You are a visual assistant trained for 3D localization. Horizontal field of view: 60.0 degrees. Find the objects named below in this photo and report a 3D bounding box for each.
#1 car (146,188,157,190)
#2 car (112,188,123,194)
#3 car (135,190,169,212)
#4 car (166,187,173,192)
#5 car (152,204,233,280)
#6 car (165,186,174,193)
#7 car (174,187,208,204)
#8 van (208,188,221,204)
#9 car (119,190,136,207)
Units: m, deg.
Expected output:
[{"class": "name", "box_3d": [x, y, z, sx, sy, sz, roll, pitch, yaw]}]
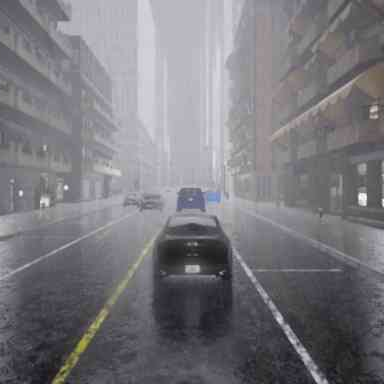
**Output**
[{"class": "car", "box_3d": [-5.915, 0.518, 44.800, 1.947, 1.339, 4.313, 1, 1, 0]}, {"class": "car", "box_3d": [-16.933, -0.204, 72.912, 4.097, 1.590, 1.967, 0, 0, 0]}, {"class": "car", "box_3d": [-3.269, 0.847, 28.056, 1.837, 1.490, 4.892, 0, 1, 0]}, {"class": "car", "box_3d": [-6.246, -0.616, 93.969, 1.802, 1.307, 4.206, 1, 1, 0]}, {"class": "car", "box_3d": [0.013, 1.285, 9.209, 1.837, 1.490, 4.892, 0, 1, 0]}, {"class": "car", "box_3d": [-6.209, -0.627, 88.392, 1.967, 1.590, 4.097, 1, 1, 0]}, {"class": "car", "box_3d": [-0.080, 0.590, 26.883, 2.150, 2.045, 5.566, 0, 1, 0]}, {"class": "van", "box_3d": [2.469, 0.418, 39.360, 1.690, 1.788, 3.998, 1, 1, 0]}, {"class": "car", "box_3d": [-5.848, 0.762, 33.723, 2.008, 1.369, 4.403, 1, 1, 0]}]
